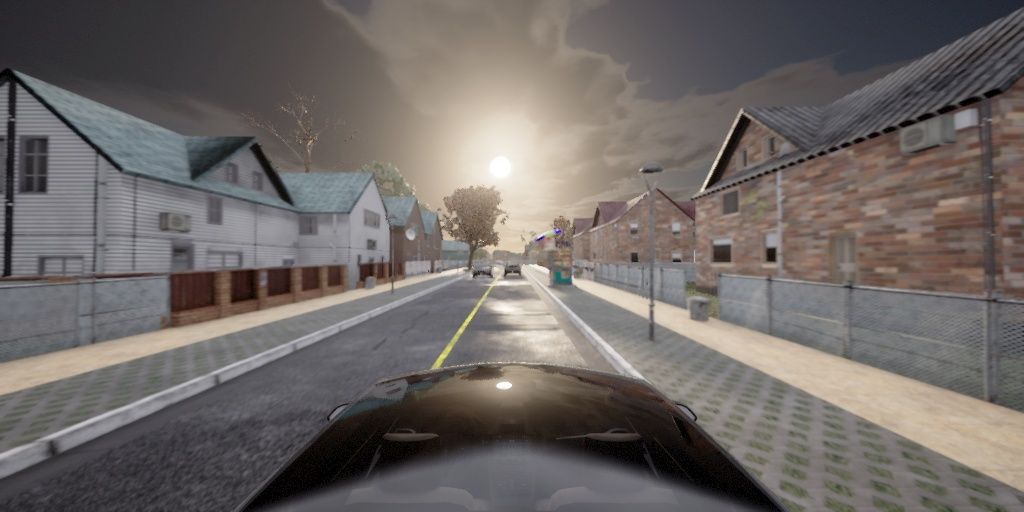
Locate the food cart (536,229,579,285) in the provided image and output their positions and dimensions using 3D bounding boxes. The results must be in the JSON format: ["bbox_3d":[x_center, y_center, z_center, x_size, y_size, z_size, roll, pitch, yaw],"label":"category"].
[{"bbox_3d":[3.022,0.259,23.295,2.280,3.560,4.660,0,0,0],"label":"food cart"}]

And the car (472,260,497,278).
[{"bbox_3d":[-2.822,1.343,35.412,1.837,1.490,4.892,0,0,0],"label":"car"}]

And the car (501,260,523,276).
[{"bbox_3d":[0.079,1.362,38.799,1.837,1.490,4.892,0,0,1],"label":"car"}]
